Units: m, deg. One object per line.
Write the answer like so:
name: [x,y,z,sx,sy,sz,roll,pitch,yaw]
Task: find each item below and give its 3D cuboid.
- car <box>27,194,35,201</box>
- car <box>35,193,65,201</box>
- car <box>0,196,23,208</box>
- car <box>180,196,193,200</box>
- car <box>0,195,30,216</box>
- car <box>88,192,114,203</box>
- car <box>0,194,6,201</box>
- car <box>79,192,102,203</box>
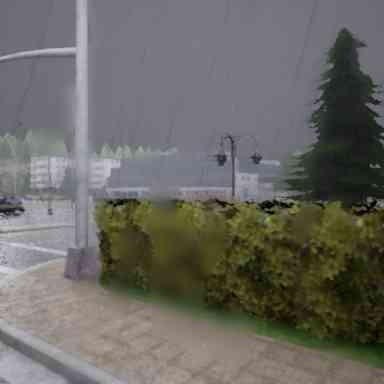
car: [-34.454,1.143,72.720,1.970,1.475,3.806,0,0,36]
car: [-29.089,1.073,69.184,2.152,1.636,5.027,0,0,36]
car: [-24.253,1.262,43.136,1.845,1.501,3.633,0,0,36]
car: [-1.288,1.342,49.121,1.845,1.501,3.633,0,0,36]
car: [-16.684,1.301,28.127,2.007,1.523,4.514,0,0,36]
car: [-16.188,1.039,60.227,1.932,1.855,4.605,0,0,36]
car: [-41.578,1.202,69.205,2.007,1.523,4.514,0,0,36]
car: [-18.775,1.015,61.614,1.905,1.878,3.866,0,0,36]
